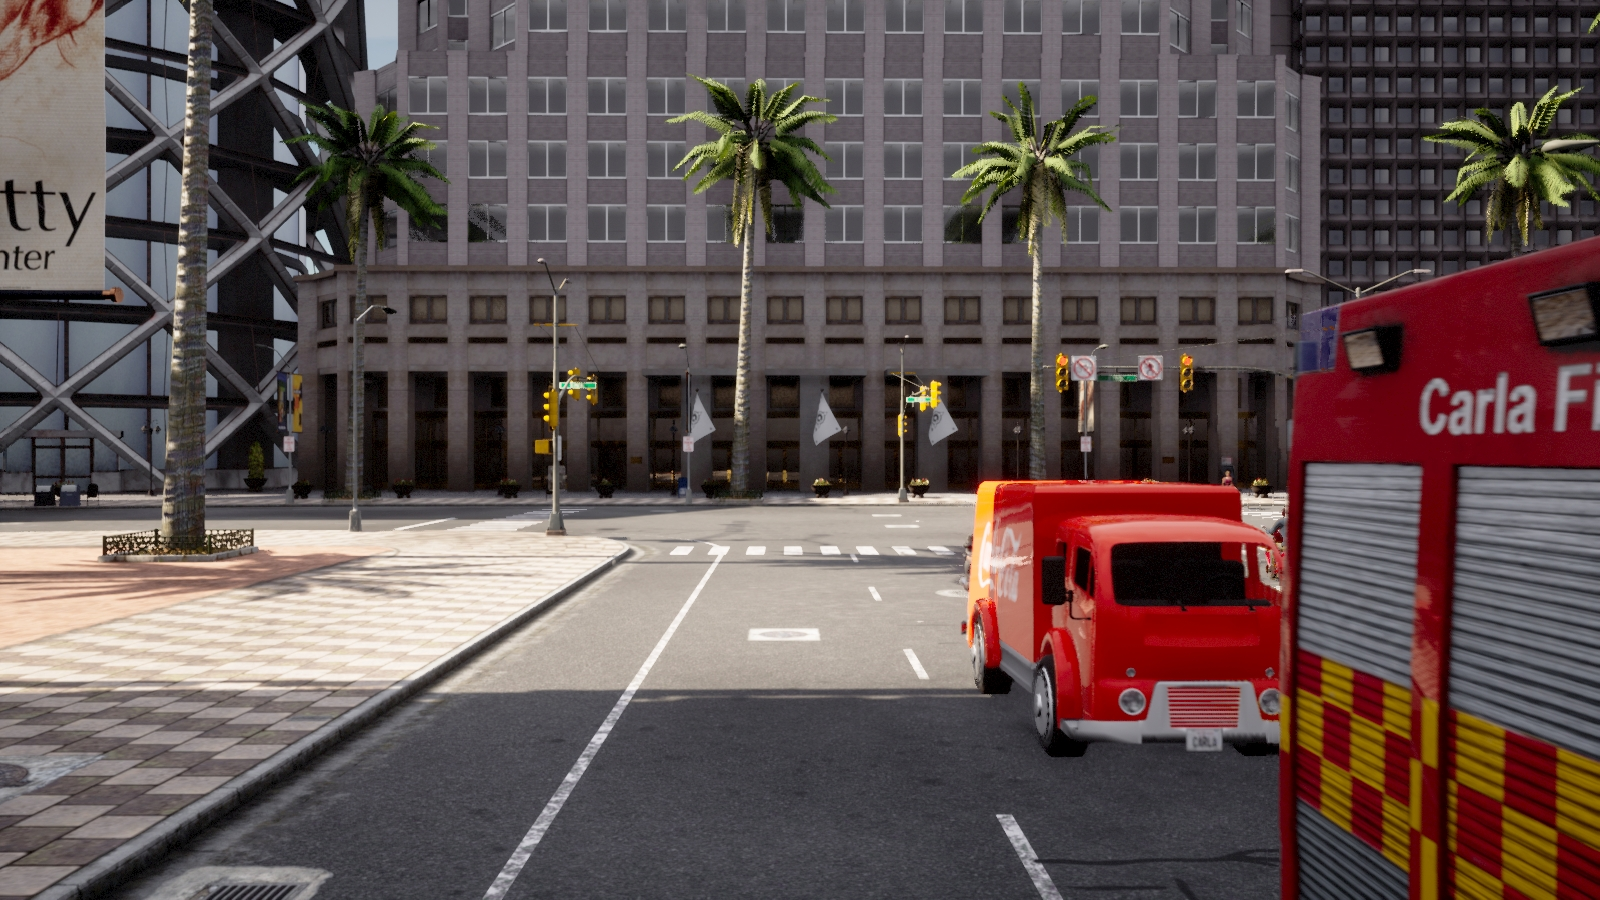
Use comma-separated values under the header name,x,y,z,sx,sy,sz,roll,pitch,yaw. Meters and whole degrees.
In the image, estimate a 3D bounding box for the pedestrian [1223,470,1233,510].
name,x,y,z,sx,sy,sz,roll,pitch,yaw
pedestrian,20.006,1.848,53.417,0.375,1.860,0.375,0,0,14

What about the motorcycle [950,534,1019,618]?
name,x,y,z,sx,sy,sz,roll,pitch,yaw
motorcycle,3.252,2.205,20.358,0.867,1.251,2.209,0,0,0

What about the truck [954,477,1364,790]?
name,x,y,z,sx,sy,sz,roll,pitch,yaw
truck,3.300,1.572,11.991,2.627,2.467,5.204,0,0,0
